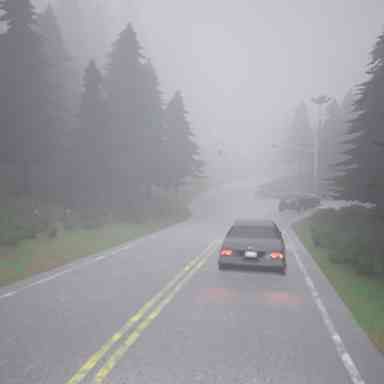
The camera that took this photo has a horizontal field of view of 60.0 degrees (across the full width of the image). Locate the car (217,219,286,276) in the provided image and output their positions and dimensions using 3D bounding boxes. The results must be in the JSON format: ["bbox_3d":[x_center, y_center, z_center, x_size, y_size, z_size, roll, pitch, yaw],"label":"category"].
[{"bbox_3d":[1.962,1.567,10.571,2.033,1.411,5.357,1,0,12],"label":"car"}]

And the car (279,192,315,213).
[{"bbox_3d":[9.955,0.789,30.475,4.553,1.767,2.097,-6,6,-42],"label":"car"}]
